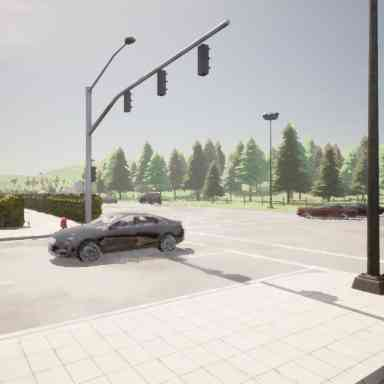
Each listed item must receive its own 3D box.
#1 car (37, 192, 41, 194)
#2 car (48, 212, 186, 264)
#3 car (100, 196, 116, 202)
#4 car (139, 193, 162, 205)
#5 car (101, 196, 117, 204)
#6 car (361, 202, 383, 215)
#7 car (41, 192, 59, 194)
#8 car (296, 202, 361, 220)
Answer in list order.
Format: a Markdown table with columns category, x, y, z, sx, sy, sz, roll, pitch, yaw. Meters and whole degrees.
| category | x | y | z | sx | sy | sz | roll | pitch | yaw |
| --- | --- | --- | --- | --- | --- | --- | --- | --- | --- |
| car | -29.798 | 1.058 | 65.852 | 2.150 | 2.045 | 5.566 | 0 | 0 | -35 |
| car | -2.522 | 1.492 | 12.016 | 4.902 | 1.511 | 2.128 | 0 | 0 | -35 |
| car | -18.855 | 1.553 | 74.656 | 1.994 | 1.385 | 4.181 | 0 | 0 | -35 |
| car | -7.314 | 1.218 | 58.052 | 2.150 | 2.045 | 5.566 | 0 | 0 | -35 |
| car | -16.156 | 1.564 | 64.741 | 1.994 | 1.385 | 4.181 | 0 | 0 | -35 |
| car | 15.158 | 1.601 | 30.606 | 4.718 | 1.301 | 1.895 | 0 | 0 | -15 |
| car | -24.127 | 1.221 | 57.611 | 2.150 | 2.045 | 5.566 | 0 | 0 | -35 |
| car | 11.217 | 1.601 | 27.866 | 4.718 | 1.301 | 1.895 | 0 | 0 | 18 |
